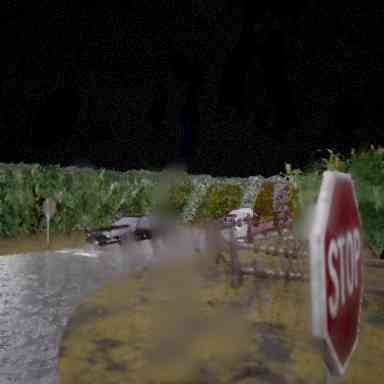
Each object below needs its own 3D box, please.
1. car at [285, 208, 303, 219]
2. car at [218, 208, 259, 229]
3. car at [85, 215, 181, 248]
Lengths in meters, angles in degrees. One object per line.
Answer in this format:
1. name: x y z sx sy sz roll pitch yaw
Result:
1. car: 12.217 2.286 38.209 1.812 1.442 4.674 -2 -2 35
2. car: 3.772 2.038 26.257 1.812 1.442 4.674 -2 -2 35
3. car: -2.751 1.902 17.044 2.033 1.411 5.357 -2 -2 35
